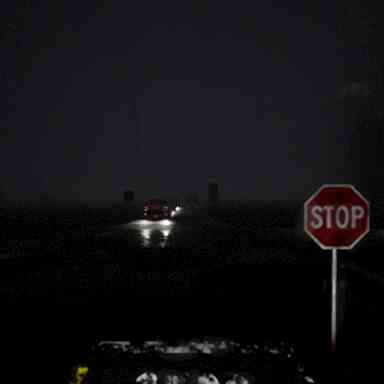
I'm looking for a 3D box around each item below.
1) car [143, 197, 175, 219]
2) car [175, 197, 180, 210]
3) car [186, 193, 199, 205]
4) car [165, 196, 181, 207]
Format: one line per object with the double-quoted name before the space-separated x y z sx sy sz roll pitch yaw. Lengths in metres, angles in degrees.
"car" -2.866 1.335 28.332 2.097 1.767 4.553 0 0 0
"car" -2.858 1.529 40.497 2.033 1.411 5.357 0 0 0
"car" 0.080 1.208 58.948 2.150 2.045 5.566 0 0 0
"car" -2.843 1.475 51.278 2.128 1.511 4.902 0 0 0
